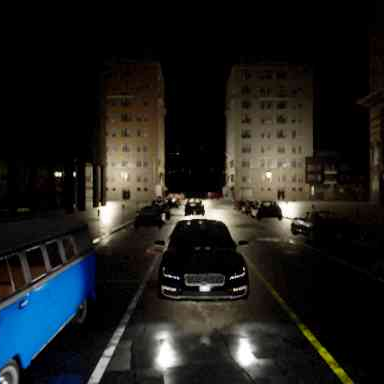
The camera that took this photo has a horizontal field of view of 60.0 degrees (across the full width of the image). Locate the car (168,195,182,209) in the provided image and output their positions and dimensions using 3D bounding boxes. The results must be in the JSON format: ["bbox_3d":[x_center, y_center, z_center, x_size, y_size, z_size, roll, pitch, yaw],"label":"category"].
[{"bbox_3d":[-2.689,1.467,43.793,1.947,1.339,4.313,0,0,0],"label":"car"}]

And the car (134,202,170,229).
[{"bbox_3d":[-2.594,1.543,21.233,1.802,1.307,4.206,0,0,0],"label":"car"}]

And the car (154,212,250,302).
[{"bbox_3d":[0.221,1.493,8.448,1.837,1.490,4.892,0,0,0],"label":"car"}]

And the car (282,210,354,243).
[{"bbox_3d":[5.956,1.526,15.607,2.008,1.369,4.403,0,0,0],"label":"car"}]

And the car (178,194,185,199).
[{"bbox_3d":[-2.898,1.203,93.230,1.752,1.417,4.829,0,0,0],"label":"car"}]

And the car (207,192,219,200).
[{"bbox_3d":[5.676,1.053,82.098,2.192,1.841,5.009,0,0,0],"label":"car"}]

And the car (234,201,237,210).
[{"bbox_3d":[5.860,1.462,38.164,1.887,1.381,4.507,0,0,0],"label":"car"}]

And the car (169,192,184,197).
[{"bbox_3d":[-2.713,1.201,49.433,2.192,1.841,5.009,0,0,0],"label":"car"}]

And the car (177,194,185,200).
[{"bbox_3d":[-2.875,1.273,87.745,1.947,1.339,4.313,0,0,0],"label":"car"}]

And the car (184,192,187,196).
[{"bbox_3d":[-2.850,1.263,81.920,1.752,1.417,4.829,0,0,0],"label":"car"}]

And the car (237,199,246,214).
[{"bbox_3d":[5.884,1.515,32.525,1.802,1.307,4.206,0,0,0],"label":"car"}]

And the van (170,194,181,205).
[{"bbox_3d":[-2.737,1.210,55.074,1.690,1.788,3.998,0,0,0],"label":"van"}]

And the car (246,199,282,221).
[{"bbox_3d":[5.908,1.388,26.885,1.967,1.590,4.097,0,0,0],"label":"car"}]

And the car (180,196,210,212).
[{"bbox_3d":[0.225,1.427,30.330,2.128,1.511,4.902,0,0,0],"label":"car"}]

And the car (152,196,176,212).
[{"bbox_3d":[-2.618,1.386,26.874,1.967,1.590,4.097,0,0,0],"label":"car"}]

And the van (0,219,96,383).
[{"bbox_3d":[-2.523,1.336,4.314,1.690,1.788,3.998,0,0,0],"label":"van"}]
